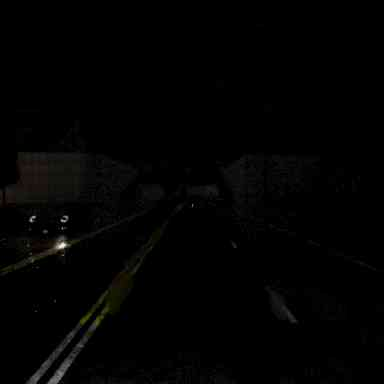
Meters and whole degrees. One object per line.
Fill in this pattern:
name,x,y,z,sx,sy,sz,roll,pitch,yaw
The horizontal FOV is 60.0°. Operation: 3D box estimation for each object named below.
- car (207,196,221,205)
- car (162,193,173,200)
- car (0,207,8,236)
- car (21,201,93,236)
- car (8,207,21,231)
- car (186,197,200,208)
car,3.608,1.390,54.540,2.128,1.511,4.902,0,0,0
car,-6.988,1.312,89.396,1.882,1.535,5.008,0,0,0
car,-7.045,1.335,8.393,2.097,1.767,4.553,0,0,0
car,-7.039,1.317,18.242,2.097,1.767,4.553,0,0,0
car,-10.539,1.530,18.009,1.994,1.385,4.181,0,0,0
car,0.086,1.421,45.587,1.837,1.490,4.892,0,0,0
